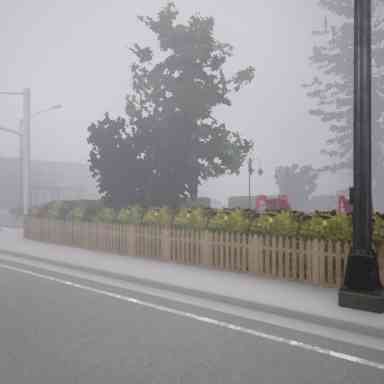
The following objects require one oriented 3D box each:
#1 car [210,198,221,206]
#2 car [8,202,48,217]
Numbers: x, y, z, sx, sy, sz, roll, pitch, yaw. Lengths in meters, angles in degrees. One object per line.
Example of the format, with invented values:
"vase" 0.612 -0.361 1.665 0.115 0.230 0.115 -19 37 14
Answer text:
"car" 2.797 1.598 53.875 1.895 1.301 4.718 0 0 35
"car" -14.002 1.598 30.308 1.895 1.301 4.718 0 0 35
